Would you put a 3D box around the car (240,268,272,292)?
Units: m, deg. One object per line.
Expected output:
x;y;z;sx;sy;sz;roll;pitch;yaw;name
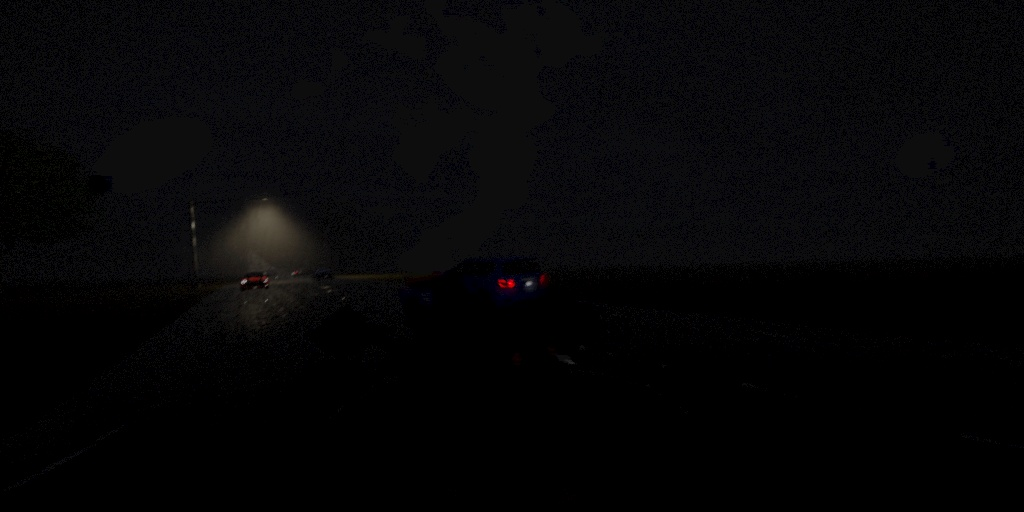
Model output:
-24.310;2.300;33.832;2.097;1.767;4.553;-4;1;-36;car

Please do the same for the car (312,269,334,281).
-23.714;2.307;44.897;1.812;1.442;4.674;-4;1;-36;car

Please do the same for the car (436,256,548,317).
-0.991;1.072;14.080;2.150;2.045;5.566;-4;1;-36;car
